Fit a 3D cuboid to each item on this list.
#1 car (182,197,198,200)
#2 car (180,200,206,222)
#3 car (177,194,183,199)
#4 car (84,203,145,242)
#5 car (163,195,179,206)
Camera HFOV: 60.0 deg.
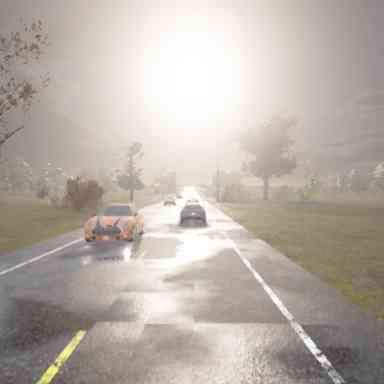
[{"bbox_3d":[0.079,1.538,42.103,2.033,1.411,5.357,0,0,0],"label":"car"},{"bbox_3d":[0.086,1.560,26.105,1.994,1.385,4.181,0,0,0],"label":"car"},{"bbox_3d":[-3.548,1.295,95.489,2.097,1.767,4.553,0,0,0],"label":"car"},{"bbox_3d":[-3.609,1.350,16.163,2.097,1.767,4.553,0,0,0],"label":"car"},{"bbox_3d":[-3.592,1.509,54.862,1.812,1.442,4.674,0,0,0],"label":"car"}]
